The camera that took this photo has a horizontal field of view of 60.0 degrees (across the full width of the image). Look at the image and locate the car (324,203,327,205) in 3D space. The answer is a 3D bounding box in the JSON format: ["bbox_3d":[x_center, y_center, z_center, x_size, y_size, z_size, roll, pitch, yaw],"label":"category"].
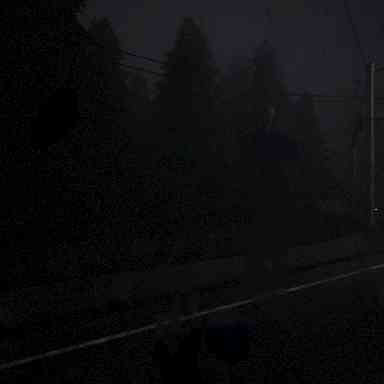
[{"bbox_3d":[15.246,1.547,43.884,2.033,1.411,5.357,0,0,-27],"label":"car"}]

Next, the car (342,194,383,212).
[{"bbox_3d":[20.770,1.221,39.679,2.150,2.045,5.566,0,0,-14],"label":"car"}]

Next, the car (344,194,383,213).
[{"bbox_3d":[18.050,1.221,34.025,2.150,2.045,5.566,0,0,-6],"label":"car"}]
